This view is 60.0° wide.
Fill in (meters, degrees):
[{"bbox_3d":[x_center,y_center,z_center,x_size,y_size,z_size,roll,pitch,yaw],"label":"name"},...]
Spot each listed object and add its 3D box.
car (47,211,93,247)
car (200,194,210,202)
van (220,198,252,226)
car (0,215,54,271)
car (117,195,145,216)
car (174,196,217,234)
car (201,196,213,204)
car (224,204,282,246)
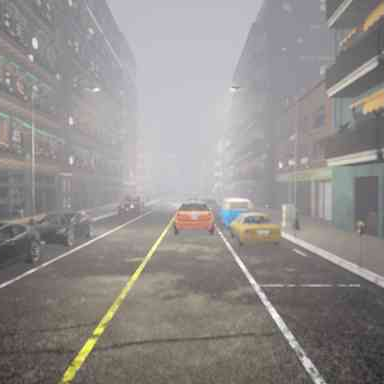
[{"bbox_3d":[-5.693,1.526,14.707,1.947,1.339,4.313,-1,0,0],"label":"car"},{"bbox_3d":[2.710,1.279,71.547,1.967,1.590,4.097,-1,0,0],"label":"car"},{"bbox_3d":[2.687,1.287,20.384,1.690,1.788,3.998,-1,0,0],"label":"van"},{"bbox_3d":[-5.695,1.541,9.023,1.947,1.339,4.313,-1,0,0],"label":"car"},{"bbox_3d":[-5.689,1.234,31.761,2.192,1.841,5.009,-1,0,0],"label":"car"},{"bbox_3d":[0.110,1.301,18.885,2.097,1.767,4.553,0,0,0],"label":"car"},{"bbox_3d":[2.707,1.404,60.178,1.887,1.381,4.507,-1,0,0],"label":"car"},{"bbox_3d":[2.687,1.485,14.870,1.752,1.417,4.829,-1,0,0],"label":"car"}]
